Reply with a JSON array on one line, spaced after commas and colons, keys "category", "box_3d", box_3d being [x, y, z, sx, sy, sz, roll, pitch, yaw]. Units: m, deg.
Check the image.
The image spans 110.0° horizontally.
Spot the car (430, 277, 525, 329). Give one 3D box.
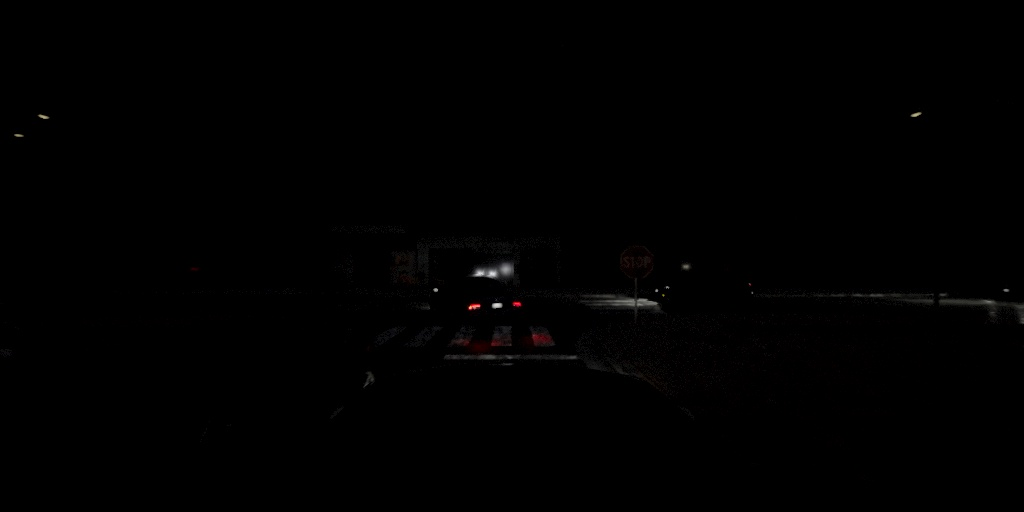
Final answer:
[{"category": "car", "box_3d": [-1.383, 1.393, 11.887, 2.033, 1.411, 5.357, 0, -1, -23]}]

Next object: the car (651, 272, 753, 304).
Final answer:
[{"category": "car", "box_3d": [8.715, 1.422, 16.664, 4.181, 1.385, 1.994, 0, 0, 0]}]

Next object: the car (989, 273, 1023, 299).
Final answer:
[{"category": "car", "box_3d": [25.421, 1.320, 16.663, 4.902, 1.511, 2.128, 0, 0, 0]}]

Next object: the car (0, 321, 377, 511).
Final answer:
[{"category": "car", "box_3d": [-2.638, 1.329, 3.116, 1.948, 1.339, 4.313, 0, 0, 0]}]
